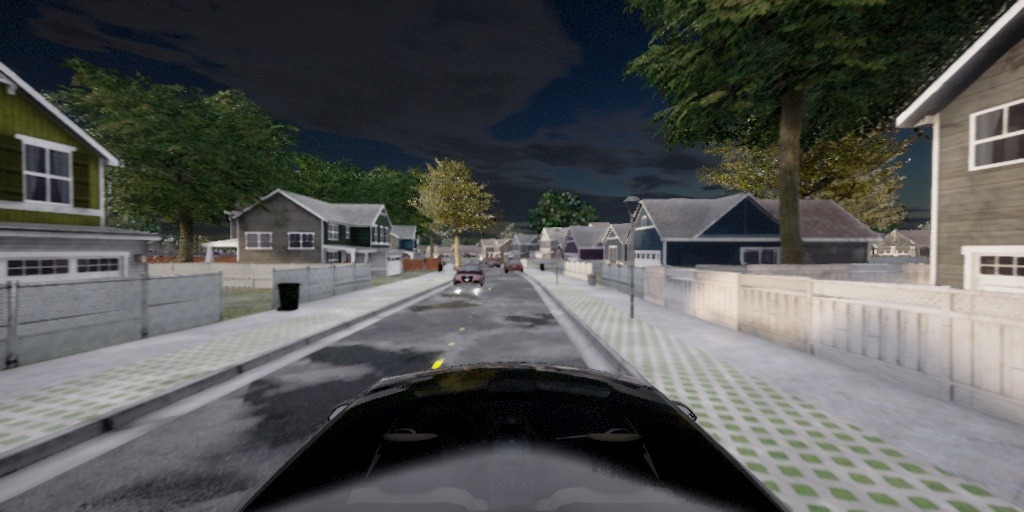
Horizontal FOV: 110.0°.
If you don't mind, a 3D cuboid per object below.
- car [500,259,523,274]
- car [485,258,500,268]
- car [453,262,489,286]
[{"bbox_3d":[0.112,1.108,42.931,2.097,1.767,4.553,-2,0,-5],"label":"car"},{"bbox_3d":[-3.056,1.402,60.957,1.895,1.301,4.718,0,0,-9],"label":"car"},{"bbox_3d":[-2.901,1.332,25.021,1.994,1.385,4.181,0,0,-1],"label":"car"}]
